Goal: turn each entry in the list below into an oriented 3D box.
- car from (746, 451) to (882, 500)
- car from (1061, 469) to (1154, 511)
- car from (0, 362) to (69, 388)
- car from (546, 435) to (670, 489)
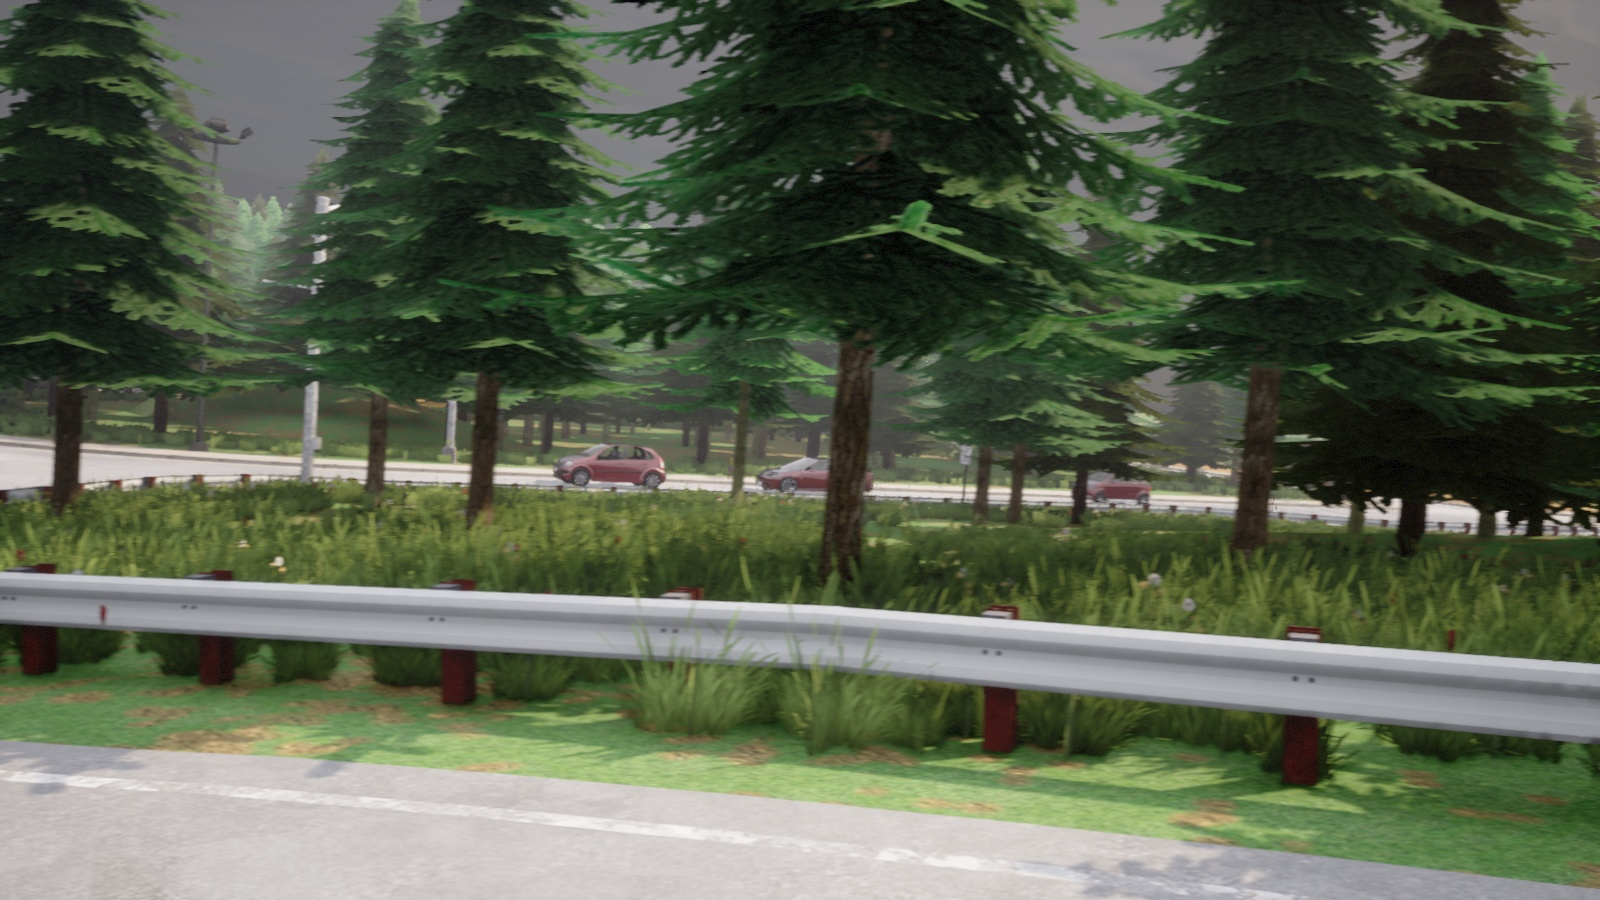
[{"bbox_3d":[0.553,1.004,49.562,4.792,1.488,2.163,4,3,-27],"label":"car"},{"bbox_3d":[13.820,1.800,56.400,3.705,1.549,1.789,4,3,-28],"label":"car"},{"bbox_3d":[-50.986,-4.942,82.210,2.033,1.411,5.357,6,3,17],"label":"car"},{"bbox_3d":[-7.017,0.429,45.811,3.988,1.617,1.851,4,3,-26],"label":"car"}]
